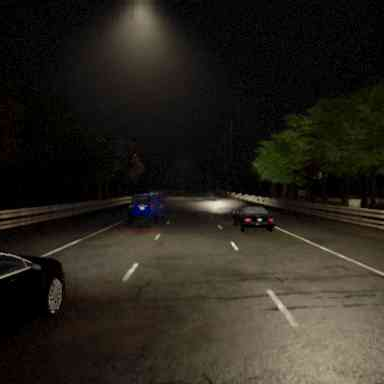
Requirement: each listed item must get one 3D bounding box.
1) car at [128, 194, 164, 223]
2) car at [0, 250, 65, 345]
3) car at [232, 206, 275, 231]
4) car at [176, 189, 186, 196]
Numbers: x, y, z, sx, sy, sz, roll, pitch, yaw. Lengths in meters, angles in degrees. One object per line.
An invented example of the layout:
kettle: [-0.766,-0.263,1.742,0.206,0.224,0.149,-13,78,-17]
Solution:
car: [-3.368,1.174,25.179,2.150,2.045,5.566,0,0,0]
car: [-3.395,1.502,4.580,2.128,1.511,4.902,0,0,0]
car: [3.622,1.529,20.279,2.033,1.411,5.357,0,0,0]
car: [-3.385,0.419,92.184,1.812,1.442,4.674,0,1,0]
